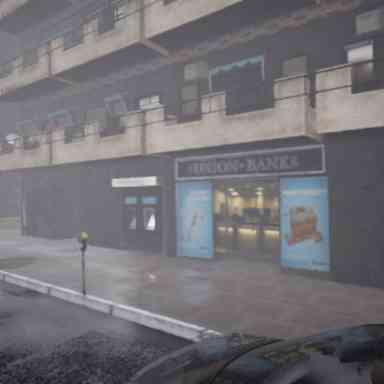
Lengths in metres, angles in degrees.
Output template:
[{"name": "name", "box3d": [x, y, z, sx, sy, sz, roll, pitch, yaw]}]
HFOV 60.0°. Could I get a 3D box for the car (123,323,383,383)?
[{"name": "car", "box3d": [1.333, 1.566, 1.941, 4.313, 1.339, 1.947, 0, -1, 36]}]
